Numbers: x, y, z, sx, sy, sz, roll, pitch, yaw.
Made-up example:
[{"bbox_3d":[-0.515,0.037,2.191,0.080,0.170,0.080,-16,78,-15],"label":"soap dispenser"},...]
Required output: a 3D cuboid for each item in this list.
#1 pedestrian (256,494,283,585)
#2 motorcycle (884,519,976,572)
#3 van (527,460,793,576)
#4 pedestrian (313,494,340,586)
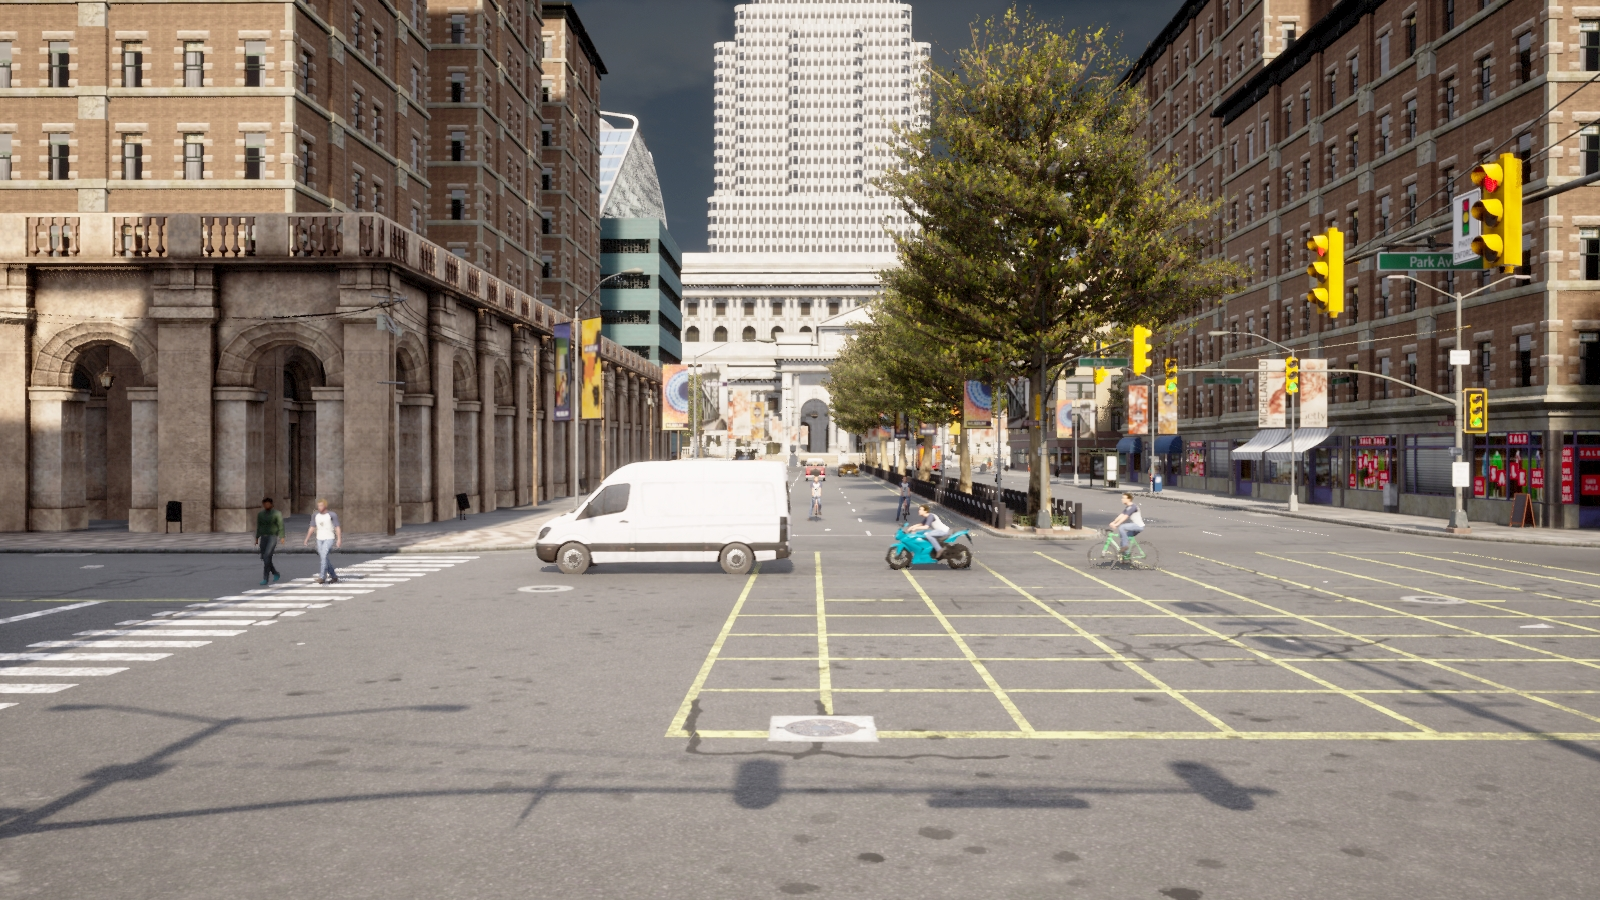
[{"bbox_3d":[-10.974,1.848,23.644,0.375,1.860,0.375,0,0,1],"label":"pedestrian"},{"bbox_3d":[2.994,2.212,26.512,2.033,1.145,0.803,0,0,0],"label":"motorcycle"},{"bbox_3d":[-3.144,1.535,26.565,5.915,2.561,1.988,0,0,0],"label":"van"},{"bbox_3d":[-9.788,1.849,23.605,0.375,1.860,0.375,0,0,11],"label":"pedestrian"}]
